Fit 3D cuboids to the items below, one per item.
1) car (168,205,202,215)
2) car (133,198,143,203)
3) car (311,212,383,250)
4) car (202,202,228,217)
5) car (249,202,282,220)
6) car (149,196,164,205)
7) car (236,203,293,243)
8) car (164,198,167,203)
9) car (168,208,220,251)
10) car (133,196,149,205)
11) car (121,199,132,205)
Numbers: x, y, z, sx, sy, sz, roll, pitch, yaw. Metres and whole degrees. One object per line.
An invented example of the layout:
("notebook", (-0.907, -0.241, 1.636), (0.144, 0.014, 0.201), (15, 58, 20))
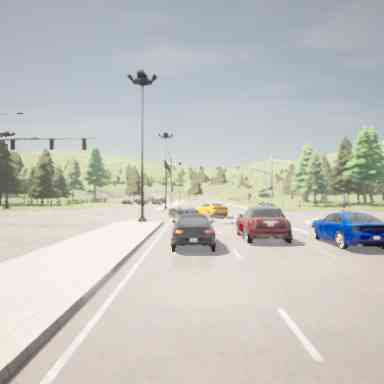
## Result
("car", (-0.958, 1.923, 32.015), (1.895, 1.301, 4.718), (0, -1, -18))
("car", (-15.229, 2.478, 93.832), (1.994, 1.385, 4.181), (0, -1, 0))
("car", (7.059, 1.629, 15.183), (1.882, 1.535, 5.008), (0, -1, 0))
("car", (1.959, 1.830, 35.128), (1.882, 1.535, 5.008), (1, -1, -22))
("car", (7.009, 1.814, 32.365), (2.128, 1.511, 4.902), (0, -1, 0))
("car", (-8.221, 2.274, 76.995), (1.837, 1.490, 4.892), (0, -1, 0))
("car", (3.553, 1.523, 17.134), (2.097, 1.767, 4.553), (0, -1, 0))
("car", (-8.232, 2.408, 93.562), (1.882, 1.535, 5.008), (0, -1, 0))
("car", (0.057, 1.675, 14.812), (1.812, 1.442, 4.674), (0, -1, 0))
("car", (-11.722, 2.331, 77.357), (1.994, 1.385, 4.181), (0, -1, 0))
("car", (-15.222, 2.332, 77.370), (1.994, 1.385, 4.181), (0, -1, 0))
